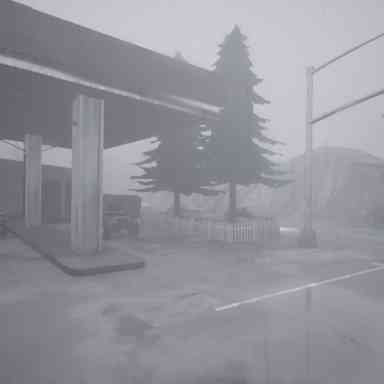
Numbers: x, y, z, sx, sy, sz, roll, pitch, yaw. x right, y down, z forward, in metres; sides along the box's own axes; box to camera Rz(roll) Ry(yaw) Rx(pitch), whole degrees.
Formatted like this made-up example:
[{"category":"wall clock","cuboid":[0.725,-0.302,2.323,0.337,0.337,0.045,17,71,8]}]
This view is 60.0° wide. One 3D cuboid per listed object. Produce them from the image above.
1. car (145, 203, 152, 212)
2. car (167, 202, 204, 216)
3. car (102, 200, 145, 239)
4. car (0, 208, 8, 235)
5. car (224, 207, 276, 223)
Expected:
[{"category":"car","cuboid":[-6.579,1.653,40.204,1.812,1.442,4.674,1,0,-35]},{"category":"car","cuboid":[-0.712,1.722,31.878,1.812,1.442,4.674,1,0,-35]},{"category":"car","cuboid":[-4.508,1.446,18.283,1.905,1.878,3.866,1,0,-36]},{"category":"car","cuboid":[-11.639,1.521,18.489,2.242,1.667,4.611,1,0,-36]},{"category":"car","cuboid":[4.207,1.817,24.881,1.994,1.385,4.181,1,0,-35]}]
